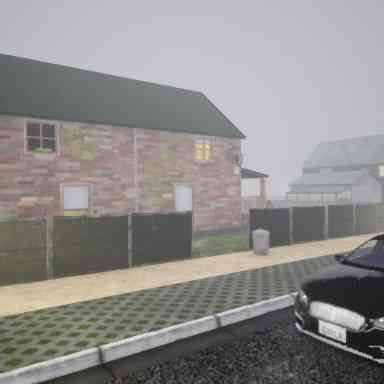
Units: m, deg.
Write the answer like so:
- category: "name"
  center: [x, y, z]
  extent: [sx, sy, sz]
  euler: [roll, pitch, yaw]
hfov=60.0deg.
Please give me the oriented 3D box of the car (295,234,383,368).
- category: "car"
  center: [3.765, 1.490, 5.618]
  extent: [4.902, 1.511, 2.128]
  euler: [0, 0, -35]
